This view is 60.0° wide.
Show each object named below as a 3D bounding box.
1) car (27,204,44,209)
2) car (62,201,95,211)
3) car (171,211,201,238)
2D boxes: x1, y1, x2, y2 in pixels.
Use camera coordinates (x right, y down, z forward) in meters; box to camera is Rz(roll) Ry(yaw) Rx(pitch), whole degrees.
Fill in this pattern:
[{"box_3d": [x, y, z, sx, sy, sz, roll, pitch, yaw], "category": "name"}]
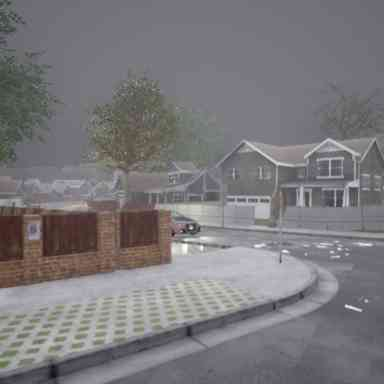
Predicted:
[{"box_3d": [-20.556, 2.186, 43.511, 1.895, 1.301, 4.718, 1, -1, -29], "category": "car"}, {"box_3d": [-9.236, 1.812, 27.390, 1.882, 1.535, 5.008, 1, -1, -40], "category": "car"}, {"box_3d": [-1.462, 1.763, 19.136, 4.181, 1.385, 1.994, -1, -1, 44], "category": "car"}]
